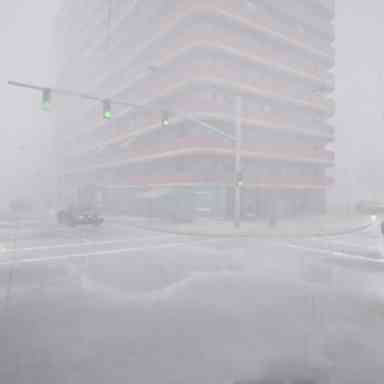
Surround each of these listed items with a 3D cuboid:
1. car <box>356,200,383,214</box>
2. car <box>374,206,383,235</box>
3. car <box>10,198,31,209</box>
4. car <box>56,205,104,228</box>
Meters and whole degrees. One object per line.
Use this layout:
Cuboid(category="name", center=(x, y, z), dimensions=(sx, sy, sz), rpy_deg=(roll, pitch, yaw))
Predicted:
Cuboid(category="car", center=(19.880, 1.603, 36.862), dimensions=(1.882, 1.535, 5.008), rpy_deg=(0, 0, 5))
Cuboid(category="car", center=(11.893, 1.597, 18.255), dimensions=(2.033, 1.411, 5.357), rpy_deg=(0, 0, 40))
Cuboid(category="car", center=(-22.637, 1.532, 43.873), dimensions=(1.994, 1.385, 4.181), rpy_deg=(0, 0, -35))
Cuboid(category="car", center=(-7.631, 1.555, 22.365), dimensions=(2.033, 1.411, 5.357), rpy_deg=(0, 0, -35))
